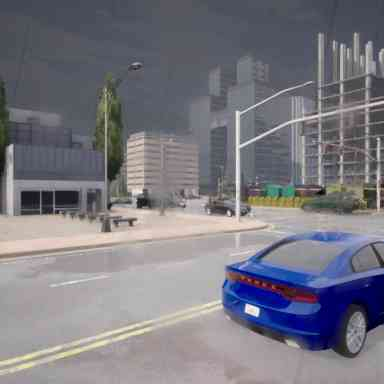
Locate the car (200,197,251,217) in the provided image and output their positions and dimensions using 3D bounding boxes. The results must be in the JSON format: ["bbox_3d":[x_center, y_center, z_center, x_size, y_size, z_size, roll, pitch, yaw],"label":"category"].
[{"bbox_3d":[3.160,1.505,31.440,1.837,1.490,4.892,0,0,-36],"label":"car"}]

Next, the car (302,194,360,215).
[{"bbox_3d":[14.057,1.221,33.979,2.150,2.045,5.566,-1,1,-41],"label":"car"}]

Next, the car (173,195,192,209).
[{"bbox_3d":[-2.642,1.492,45.292,2.128,1.511,4.902,0,0,-36],"label":"car"}]

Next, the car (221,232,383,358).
[{"bbox_3d":[2.766,1.478,6.126,5.008,1.535,1.882,0,0,-38],"label":"car"}]

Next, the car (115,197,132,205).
[{"bbox_3d":[-11.869,1.565,57.978,1.994,1.385,4.181,0,0,-36],"label":"car"}]

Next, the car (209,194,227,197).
[{"bbox_3d":[4.243,1.352,35.886,2.097,1.767,4.553,0,0,-36],"label":"car"}]

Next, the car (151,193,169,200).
[{"bbox_3d":[-8.535,1.153,89.499,4.605,1.855,1.932,0,0,-38],"label":"car"}]

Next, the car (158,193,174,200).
[{"bbox_3d":[-6.809,1.156,87.176,3.866,1.878,1.905,0,0,-38],"label":"car"}]

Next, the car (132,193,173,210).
[{"bbox_3d":[-5.177,1.222,42.827,2.150,2.045,5.566,0,0,-36],"label":"car"}]
